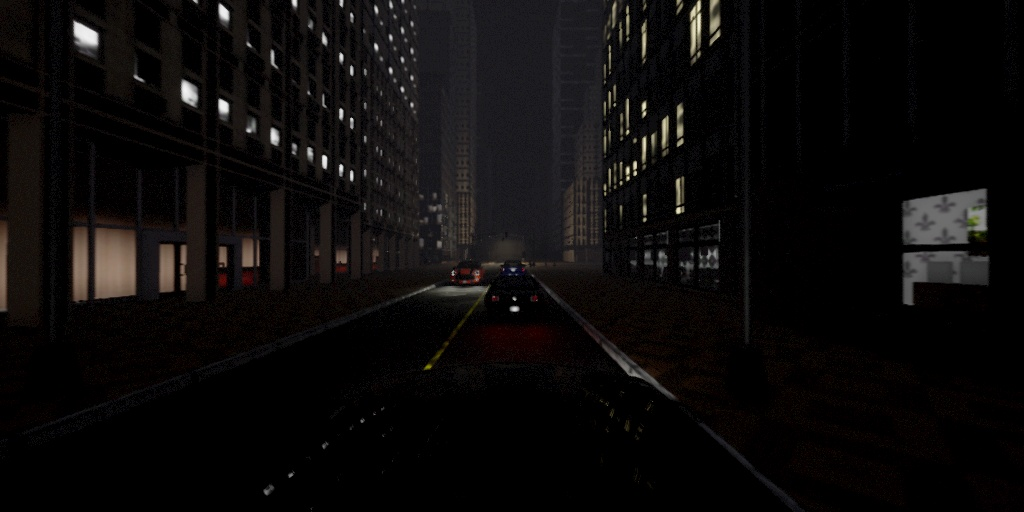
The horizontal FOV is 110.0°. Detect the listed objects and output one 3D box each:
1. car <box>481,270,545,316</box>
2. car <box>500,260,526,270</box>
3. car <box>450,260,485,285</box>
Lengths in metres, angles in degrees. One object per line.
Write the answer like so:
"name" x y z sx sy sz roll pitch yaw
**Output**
"car" 0.091 1.357 13.374 1.895 1.301 4.718 0 0 0
"car" 0.090 1.117 29.939 2.097 1.767 4.553 0 0 0
"car" -3.102 1.115 25.730 2.097 1.767 4.553 0 0 0
